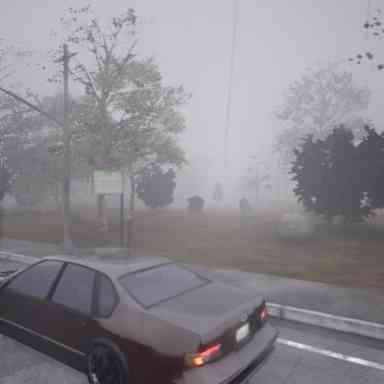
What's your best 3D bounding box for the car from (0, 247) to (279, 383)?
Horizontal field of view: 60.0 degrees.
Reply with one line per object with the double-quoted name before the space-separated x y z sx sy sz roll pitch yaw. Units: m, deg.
"car" -1.499 1.592 5.062 5.357 1.411 2.033 -1 0 36
